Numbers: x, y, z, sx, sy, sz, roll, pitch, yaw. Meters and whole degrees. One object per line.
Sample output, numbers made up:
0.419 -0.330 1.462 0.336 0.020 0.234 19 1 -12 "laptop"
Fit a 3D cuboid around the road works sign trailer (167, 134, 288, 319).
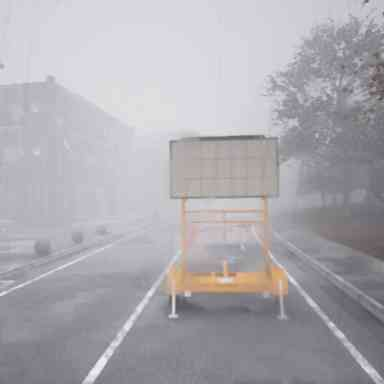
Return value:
0.730 0.544 7.522 2.380 3.560 2.880 -1 -1 4 "road works sign trailer"
